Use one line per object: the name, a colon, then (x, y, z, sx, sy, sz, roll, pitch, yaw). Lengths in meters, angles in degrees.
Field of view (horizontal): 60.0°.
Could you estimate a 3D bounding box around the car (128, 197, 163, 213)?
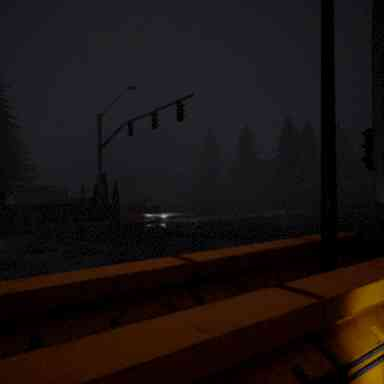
car: (-4.845, 1.280, 34.216, 1.882, 1.535, 5.008, -1, 1, -36)
